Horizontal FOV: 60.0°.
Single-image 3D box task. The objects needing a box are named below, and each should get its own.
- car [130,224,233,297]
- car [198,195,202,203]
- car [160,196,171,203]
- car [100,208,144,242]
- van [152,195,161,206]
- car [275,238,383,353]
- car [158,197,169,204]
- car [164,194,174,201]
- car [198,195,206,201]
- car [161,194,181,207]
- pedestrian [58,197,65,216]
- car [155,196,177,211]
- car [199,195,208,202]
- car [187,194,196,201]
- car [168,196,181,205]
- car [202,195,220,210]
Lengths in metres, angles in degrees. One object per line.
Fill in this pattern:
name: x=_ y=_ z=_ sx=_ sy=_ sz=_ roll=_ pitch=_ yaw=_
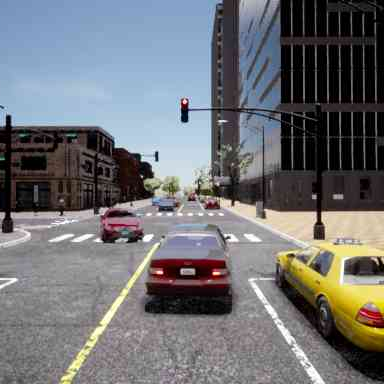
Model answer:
car: x=0.069 y=1.550 z=8.775 sx=2.033 sy=1.411 sz=5.357 roll=0 pitch=0 yaw=3
car: x=2.649 y=1.551 z=71.948 sx=1.752 sy=1.417 sz=4.829 roll=1 pitch=0 yaw=0
car: x=-5.732 y=1.592 z=71.784 sx=1.947 sy=1.339 sz=4.313 roll=1 pitch=0 yaw=0
car: x=-3.577 y=1.530 z=16.686 sx=1.812 sy=1.442 sz=4.674 roll=1 pitch=0 yaw=-17
van: x=-5.717 y=1.360 z=55.181 sx=1.690 sy=1.788 sz=3.998 roll=1 pitch=0 yaw=0
car: x=2.834 y=1.527 z=6.326 sx=1.752 sy=1.417 sz=4.829 roll=1 pitch=0 yaw=0
car: x=-5.729 y=1.605 z=66.249 sx=1.802 sy=1.307 sz=4.206 roll=1 pitch=0 yaw=0
car: x=-5.736 y=1.345 z=82.852 sx=2.192 sy=1.841 sz=5.009 roll=1 pitch=0 yaw=0
car: x=2.636 y=1.577 z=88.382 sx=1.887 sy=1.381 sz=4.507 roll=1 pitch=0 yaw=0
car: x=-3.132 y=1.369 z=50.983 sx=2.097 sy=1.767 sz=4.553 roll=0 pitch=0 yaw=0
pedestrian: x=-12.568 y=1.368 z=32.087 sx=0.375 sy=1.860 sz=0.375 roll=0 pitch=0 yaw=1
car: x=-3.154 y=1.561 z=41.084 sx=2.033 sy=1.411 sz=5.357 roll=0 pitch=0 yaw=-3
car: x=2.645 y=1.553 z=77.483 sx=1.752 sy=1.417 sz=4.829 roll=1 pitch=0 yaw=0
car: x=-0.060 y=1.385 z=81.614 sx=2.097 sy=1.767 sz=4.553 roll=0 pitch=0 yaw=0
car: x=-3.111 y=1.513 z=61.360 sx=2.128 sy=1.511 sz=4.902 roll=0 pitch=0 yaw=0
car: x=2.670 y=1.455 z=44.103 sx=1.967 sy=1.590 sz=4.097 roll=1 pitch=0 yaw=0
